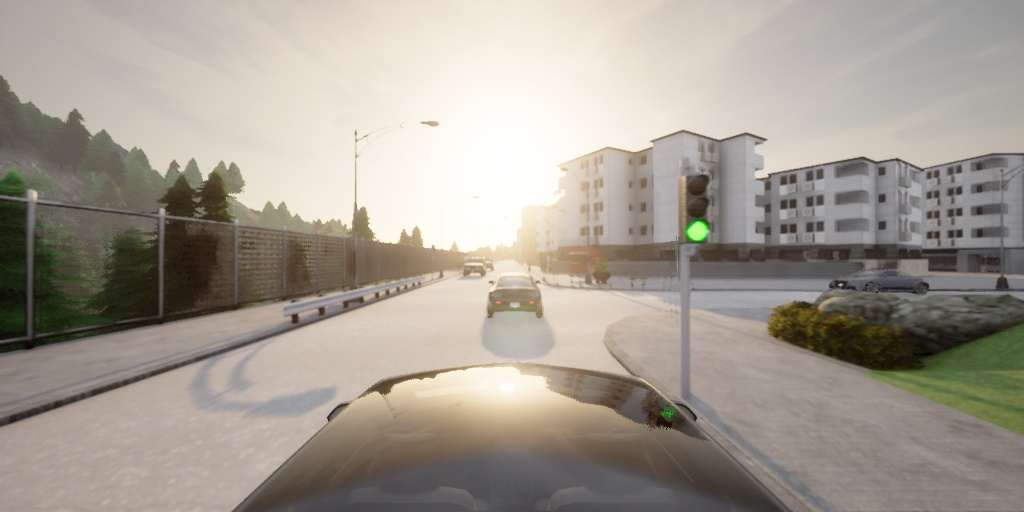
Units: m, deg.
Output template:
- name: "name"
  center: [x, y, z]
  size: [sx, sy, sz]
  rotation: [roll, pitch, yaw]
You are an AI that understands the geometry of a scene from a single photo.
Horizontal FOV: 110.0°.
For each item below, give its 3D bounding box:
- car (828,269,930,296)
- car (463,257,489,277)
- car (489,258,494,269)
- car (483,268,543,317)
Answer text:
- name: "car"
  center: [20.158, 1.413, 19.814]
  size: [4.181, 1.385, 1.994]
  rotation: [0, 0, 0]
- name: "car"
  center: [-4.101, 1.180, 39.951]
  size: [2.150, 2.045, 5.566]
  rotation: [0, 0, 0]
- name: "car"
  center: [-4.050, 1.271, 56.662]
  size: [2.150, 2.045, 5.566]
  rotation: [0, 0, 0]
- name: "car"
  center: [0.094, 1.339, 13.305]
  size: [1.812, 1.442, 4.674]
  rotation: [0, 0, 0]
